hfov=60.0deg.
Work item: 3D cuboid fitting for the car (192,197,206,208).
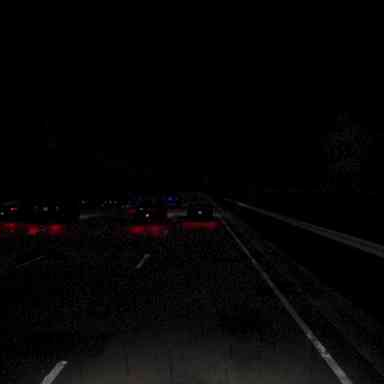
[{"bbox_3d":[0.964,1.330,44.996,1.895,1.301,4.718,0,0,2],"label":"car"}]

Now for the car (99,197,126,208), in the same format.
[{"bbox_3d":[-9.627,1.276,42.112,2.033,1.411,5.357,0,0,2],"label":"car"}]

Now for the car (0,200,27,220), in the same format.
[{"bbox_3d":[-13.383,1.345,25.970,1.812,1.442,4.674,0,0,1],"label":"car"}]

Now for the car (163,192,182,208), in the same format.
[{"bbox_3d":[-2.597,0.958,42.998,2.150,2.045,5.566,0,1,2],"label":"car"}]

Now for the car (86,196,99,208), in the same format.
[{"bbox_3d":[-13.104,1.265,42.899,2.033,1.411,5.357,0,0,2],"label":"car"}]

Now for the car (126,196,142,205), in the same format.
[{"bbox_3d":[-6.191,1.225,39.875,1.882,1.535,5.008,0,0,1],"label":"car"}]

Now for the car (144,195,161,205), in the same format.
[{"bbox_3d":[-5.969,1.248,50.473,1.994,1.385,4.181,0,0,1],"label":"car"}]

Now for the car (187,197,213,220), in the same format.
[{"bbox_3d":[0.629,1.318,26.418,1.882,1.535,5.008,0,0,1],"label":"car"}]

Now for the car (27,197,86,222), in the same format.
[{"bbox_3d":[-9.906,1.187,24.738,2.097,1.767,4.553,0,1,1],"label":"car"}]

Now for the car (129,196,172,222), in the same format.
[{"bbox_3d":[-2.911,1.337,24.555,2.128,1.511,4.902,0,0,1],"label":"car"}]
